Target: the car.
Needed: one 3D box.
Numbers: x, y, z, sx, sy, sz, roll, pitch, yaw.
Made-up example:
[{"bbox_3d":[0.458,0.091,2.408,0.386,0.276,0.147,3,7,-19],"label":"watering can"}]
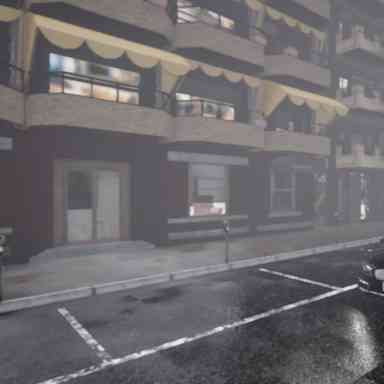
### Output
[{"bbox_3d":[5.604,1.462,7.392,4.902,1.511,2.128,0,0,-36],"label":"car"}]
